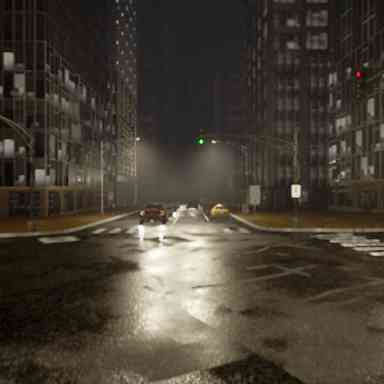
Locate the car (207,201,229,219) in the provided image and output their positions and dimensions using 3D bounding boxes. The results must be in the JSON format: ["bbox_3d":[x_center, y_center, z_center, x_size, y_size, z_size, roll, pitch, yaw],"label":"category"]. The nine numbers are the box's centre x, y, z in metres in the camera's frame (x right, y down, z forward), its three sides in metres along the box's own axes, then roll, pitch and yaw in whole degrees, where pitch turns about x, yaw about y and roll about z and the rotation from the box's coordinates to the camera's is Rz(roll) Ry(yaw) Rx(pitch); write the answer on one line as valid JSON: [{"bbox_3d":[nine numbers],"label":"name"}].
[{"bbox_3d":[2.793,1.942,33.894,1.752,1.417,4.829,-1,-1,0],"label":"car"}]

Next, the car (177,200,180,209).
[{"bbox_3d":[-3.086,2.179,47.565,1.895,1.301,4.718,0,-1,0],"label":"car"}]

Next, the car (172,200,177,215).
[{"bbox_3d":[-3.107,1.938,37.556,1.882,1.535,5.008,0,-1,0],"label":"car"}]

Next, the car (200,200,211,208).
[{"bbox_3d":[2.650,2.362,66.483,1.947,1.339,4.313,-1,-1,0],"label":"car"}]

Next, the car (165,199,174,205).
[{"bbox_3d":[-5.704,2.556,83.561,1.947,1.339,4.313,-1,-1,0],"label":"car"}]

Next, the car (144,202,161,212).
[{"bbox_3d":[-5.860,2.167,49.520,1.947,1.339,4.313,-1,-1,0],"label":"car"}]

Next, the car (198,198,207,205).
[{"bbox_3d":[2.641,2.429,83.506,1.967,1.590,4.097,-1,-1,0],"label":"car"}]

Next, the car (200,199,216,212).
[{"bbox_3d":[2.692,1.910,48.977,2.192,1.841,5.009,-1,-1,0],"label":"car"}]

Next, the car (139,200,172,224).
[{"bbox_3d":[-3.125,1.701,28.261,2.097,1.767,4.553,0,-1,1],"label":"car"}]

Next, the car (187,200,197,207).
[{"bbox_3d":[-0.024,2.434,70.244,1.895,1.301,4.718,0,-1,0],"label":"car"}]

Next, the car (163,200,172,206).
[{"bbox_3d":[-5.702,2.508,77.888,1.802,1.307,4.206,-1,-1,0],"label":"car"}]

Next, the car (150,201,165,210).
[{"bbox_3d":[-5.693,2.232,55.194,1.947,1.339,4.313,-1,-1,0],"label":"car"}]

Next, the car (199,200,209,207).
[{"bbox_3d":[2.648,2.412,72.156,2.008,1.369,4.403,-1,-1,0],"label":"car"}]

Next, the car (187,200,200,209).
[{"bbox_3d":[0.074,2.251,57.025,1.994,1.385,4.181,0,-1,0],"label":"car"}]

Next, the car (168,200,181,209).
[{"bbox_3d":[-3.046,2.176,58.041,1.882,1.535,5.008,0,-1,0],"label":"car"}]
